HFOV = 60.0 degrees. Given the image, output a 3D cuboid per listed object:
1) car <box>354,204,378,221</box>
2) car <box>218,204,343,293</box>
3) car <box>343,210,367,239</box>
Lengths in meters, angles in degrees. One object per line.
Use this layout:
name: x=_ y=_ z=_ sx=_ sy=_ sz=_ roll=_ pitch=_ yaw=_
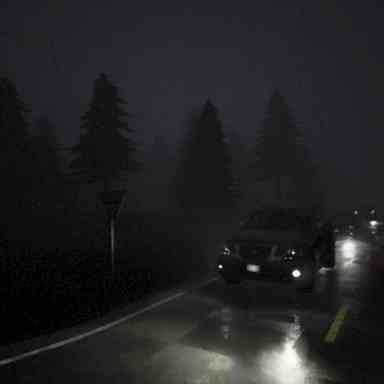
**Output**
car: x=18.228 y=2.053 z=34.892 sx=2.097 sy=1.767 sz=4.553 roll=-2 pitch=-2 yaw=32
car: x=2.807 y=1.408 z=9.850 sx=2.150 sy=2.045 sz=5.566 roll=-2 pitch=-2 yaw=31
car: x=8.881 y=1.954 z=19.718 sx=1.994 sy=1.385 sz=4.181 roll=-2 pitch=-2 yaw=32
